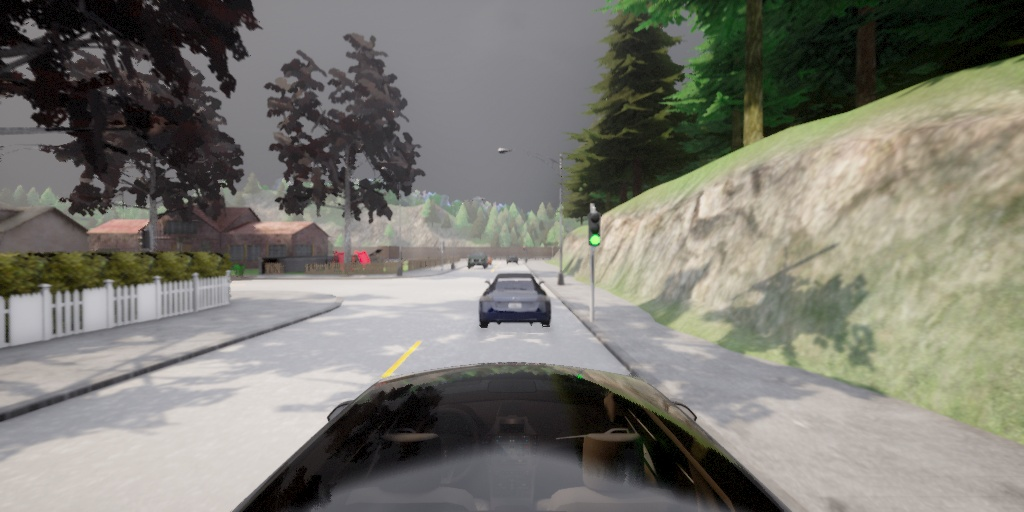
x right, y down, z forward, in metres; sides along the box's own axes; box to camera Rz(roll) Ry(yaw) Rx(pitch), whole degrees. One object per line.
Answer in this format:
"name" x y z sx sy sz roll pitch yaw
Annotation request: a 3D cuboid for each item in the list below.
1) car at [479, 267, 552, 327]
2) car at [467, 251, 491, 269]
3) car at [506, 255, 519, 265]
"car" 0.085 1.199 11.077 1.994 1.385 4.181 0 1 0
"car" -4.120 0.453 43.905 2.150 2.045 5.566 0 1 0
"car" 0.071 0.570 57.388 1.837 1.490 4.892 0 1 0
